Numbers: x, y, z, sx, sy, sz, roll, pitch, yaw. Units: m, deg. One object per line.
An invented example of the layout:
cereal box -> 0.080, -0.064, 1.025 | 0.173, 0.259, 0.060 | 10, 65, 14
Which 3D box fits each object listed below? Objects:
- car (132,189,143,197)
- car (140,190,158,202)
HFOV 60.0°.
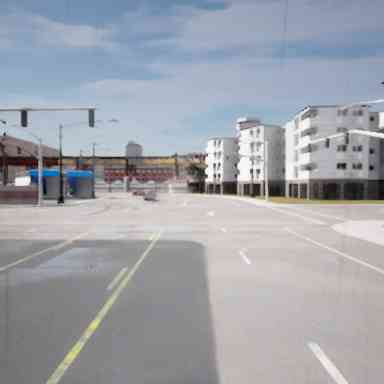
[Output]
car -> -11.696, 0.106, 74.219 | 2.097, 1.767, 4.553 | -1, 1, -29
car -> -6.336, 0.785, 51.122 | 1.837, 1.490, 4.892 | 0, 3, 0
